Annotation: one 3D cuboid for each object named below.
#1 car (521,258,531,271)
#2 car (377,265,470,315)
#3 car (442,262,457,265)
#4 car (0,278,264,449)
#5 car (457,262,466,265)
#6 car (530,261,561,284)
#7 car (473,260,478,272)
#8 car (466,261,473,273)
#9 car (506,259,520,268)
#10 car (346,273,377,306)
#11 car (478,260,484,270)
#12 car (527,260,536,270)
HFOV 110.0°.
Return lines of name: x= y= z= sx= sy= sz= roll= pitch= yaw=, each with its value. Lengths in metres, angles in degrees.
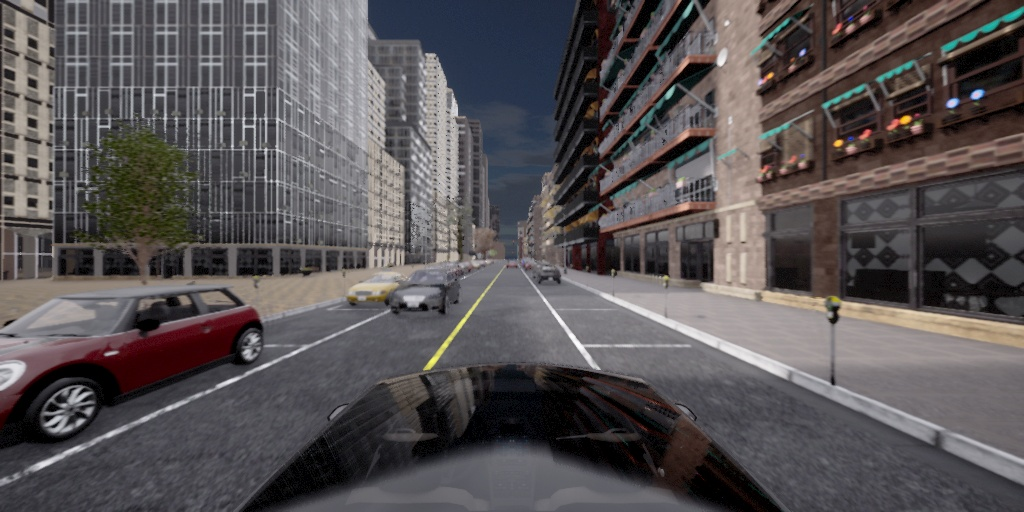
car: x=2.697 y=1.268 z=49.366 sx=1.967 sy=1.591 sz=4.097 roll=0 pitch=0 yaw=0
car: x=-3.081 y=1.258 z=13.672 sx=2.128 sy=1.511 sz=4.902 roll=0 pitch=0 yaw=0
car: x=-5.687 y=1.338 z=27.238 sx=2.007 sy=1.370 sz=4.403 roll=0 pitch=0 yaw=0
car: x=-5.692 y=1.194 z=5.107 sx=1.967 sy=1.591 sz=4.097 roll=0 pitch=0 yaw=0
car: x=-5.686 y=1.237 z=32.771 sx=1.967 sy=1.591 sz=4.097 roll=0 pitch=0 yaw=0
car: x=2.694 y=1.338 z=27.236 sx=2.007 sy=1.370 sz=4.403 roll=0 pitch=0 yaw=0
car: x=-5.684 y=1.362 z=43.835 sx=1.888 sy=1.381 sz=4.507 roll=0 pitch=0 yaw=0
car: x=-5.685 y=1.357 z=38.303 sx=2.007 sy=1.370 sz=4.403 roll=0 pitch=0 yaw=0
car: x=0.010 y=1.422 z=62.536 sx=1.994 sy=1.385 sz=4.181 roll=0 pitch=0 yaw=0
car: x=-5.689 y=1.295 z=16.003 sx=1.751 sy=1.417 sz=4.829 roll=0 pitch=0 yaw=0
car: x=-5.682 y=1.366 z=54.730 sx=1.751 sy=1.417 sz=4.829 roll=0 pitch=0 yaw=0
car: x=2.694 y=1.347 z=32.769 sx=2.007 sy=1.370 sz=4.403 roll=0 pitch=0 yaw=0
